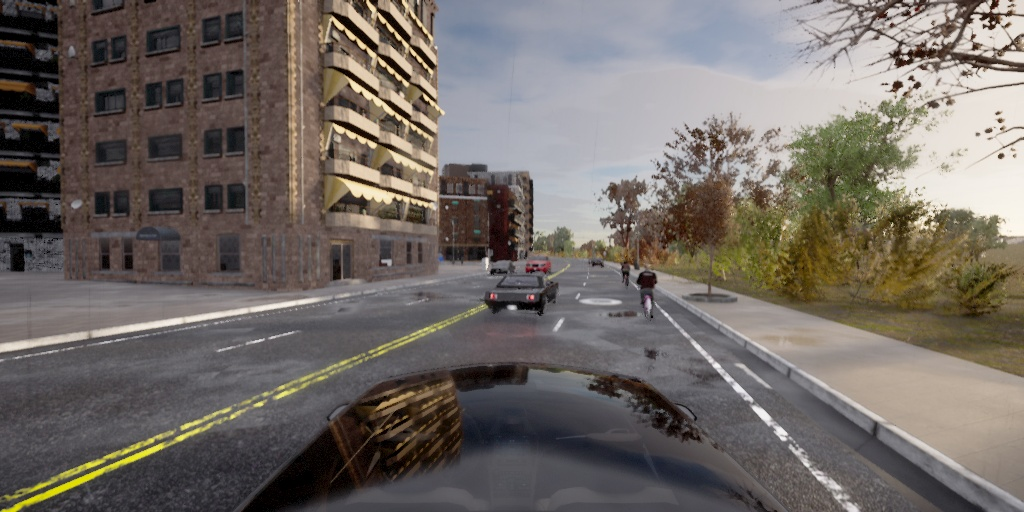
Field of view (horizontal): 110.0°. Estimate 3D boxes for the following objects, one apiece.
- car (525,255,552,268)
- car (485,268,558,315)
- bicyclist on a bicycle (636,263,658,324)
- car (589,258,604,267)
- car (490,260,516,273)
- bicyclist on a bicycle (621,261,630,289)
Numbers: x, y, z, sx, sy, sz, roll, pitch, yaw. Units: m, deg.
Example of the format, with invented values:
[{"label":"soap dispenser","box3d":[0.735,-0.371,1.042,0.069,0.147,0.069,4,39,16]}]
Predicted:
[{"label":"car","box3d":[2.843,0.879,37.313,2.150,2.045,5.566,0,0,13]},{"label":"car","box3d":[0.585,1.320,13.446,1.895,1.301,4.718,0,0,15]},{"label":"bicyclist on a bicycle","box3d":[4.115,1.095,10.957,0.659,1.776,1.843,0,0,15]},{"label":"car","box3d":[14.555,1.076,61.074,1.837,1.490,4.892,0,-1,11]},{"label":"car","box3d":[-0.834,1.170,35.812,1.837,1.490,4.892,0,0,13]},{"label":"bicyclist on a bicycle","box3d":[6.755,1.148,21.295,0.582,1.620,1.656,0,0,14]}]
